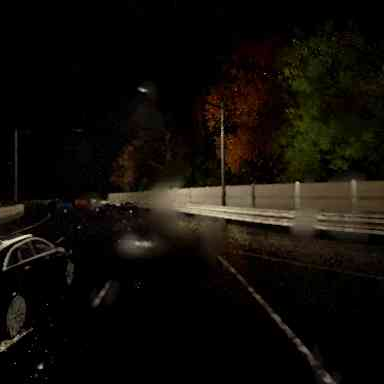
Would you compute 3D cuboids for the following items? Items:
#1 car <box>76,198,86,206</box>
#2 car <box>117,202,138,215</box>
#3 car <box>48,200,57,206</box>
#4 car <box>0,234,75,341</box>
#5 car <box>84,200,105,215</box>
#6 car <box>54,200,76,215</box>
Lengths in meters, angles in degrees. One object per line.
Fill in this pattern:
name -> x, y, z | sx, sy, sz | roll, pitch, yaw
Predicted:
car -> -23.200, 2.059, 69.868 | 2.097, 1.767, 4.553 | 0, -1, -26
car -> -7.816, 1.994, 40.102 | 1.837, 1.490, 4.892 | 0, -1, -21
car -> -27.825, 2.241, 68.103 | 2.033, 1.411, 5.357 | 0, -1, -41
car -> -3.777, 1.583, 6.594 | 2.128, 1.511, 4.902 | 0, -1, -4
car -> -11.718, 2.073, 40.476 | 1.994, 1.385, 4.181 | 0, -1, -21
car -> -15.591, 2.052, 40.742 | 1.812, 1.442, 4.674 | 0, -1, -23
